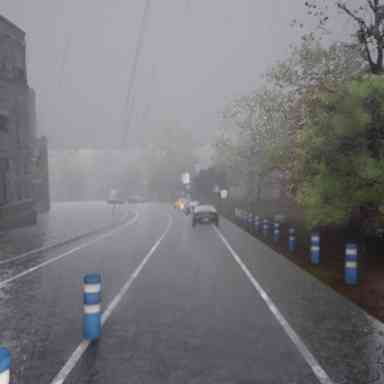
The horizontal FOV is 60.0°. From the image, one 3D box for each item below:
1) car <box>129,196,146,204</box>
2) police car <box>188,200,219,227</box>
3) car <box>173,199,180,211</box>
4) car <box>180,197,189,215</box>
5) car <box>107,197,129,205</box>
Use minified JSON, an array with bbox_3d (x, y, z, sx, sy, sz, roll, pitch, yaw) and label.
[{"bbox_3d":[-10.128,1.400,60.282,2.033,1.411,5.357,-4,2,-32],"label":"car"},{"bbox_3d":[0.902,1.669,25.034,1.930,1.638,5.238,0,0,-1],"label":"police car"},{"bbox_3d":[-1.112,1.456,41.553,1.801,1.575,5.366,-1,1,-14],"label":"car"},{"bbox_3d":[0.116,1.636,35.214,1.812,1.442,4.674,-1,1,-8],"label":"car"},{"bbox_3d":[-13.589,1.593,59.347,2.033,1.411,5.357,-4,2,-32],"label":"car"}]
